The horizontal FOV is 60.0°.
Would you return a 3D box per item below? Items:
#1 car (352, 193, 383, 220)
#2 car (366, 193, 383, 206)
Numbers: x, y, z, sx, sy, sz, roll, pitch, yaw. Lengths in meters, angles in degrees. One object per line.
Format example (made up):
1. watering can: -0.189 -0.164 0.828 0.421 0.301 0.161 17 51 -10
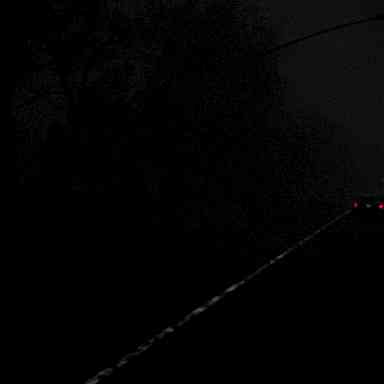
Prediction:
1. car: 13.234 0.984 24.778 2.097 1.767 4.553 2 2 30
2. car: 23.195 0.906 41.990 1.837 1.490 4.892 2 2 30
